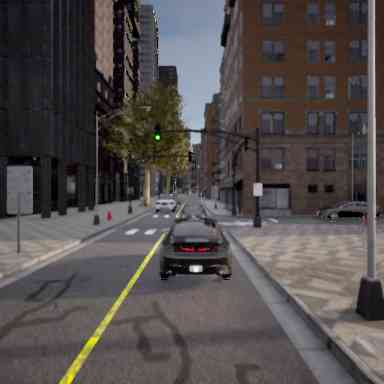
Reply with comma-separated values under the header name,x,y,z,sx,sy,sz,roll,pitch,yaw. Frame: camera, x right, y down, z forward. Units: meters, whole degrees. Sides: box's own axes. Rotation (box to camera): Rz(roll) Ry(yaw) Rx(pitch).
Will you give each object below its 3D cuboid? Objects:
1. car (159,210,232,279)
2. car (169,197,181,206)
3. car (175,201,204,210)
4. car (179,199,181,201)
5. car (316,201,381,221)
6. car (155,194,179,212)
name,x,y,z,sx,sy,sz,roll,pitch,yaw
car,0.097,1.522,10.069,1.837,1.490,4.892,0,0,0
car,-3.013,1.669,59.685,1.994,1.385,4.181,0,0,1
car,0.098,1.586,23.397,2.033,1.411,5.357,0,0,0
car,-3.084,1.688,49.608,1.895,1.301,4.718,0,0,0
car,12.618,1.517,26.934,4.902,1.511,2.128,0,0,0
car,-3.078,1.291,39.734,2.150,2.045,5.566,0,0,0
